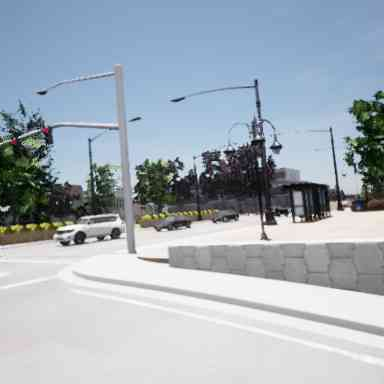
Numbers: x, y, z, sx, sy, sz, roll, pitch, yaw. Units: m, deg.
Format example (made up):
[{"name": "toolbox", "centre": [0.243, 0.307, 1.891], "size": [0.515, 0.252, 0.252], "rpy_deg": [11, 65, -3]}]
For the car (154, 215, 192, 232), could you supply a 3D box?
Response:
[{"name": "car", "centre": [-1.876, 3.150, 33.975], "size": [1.812, 1.442, 4.674], "rpy_deg": [-8, -4, 36]}]

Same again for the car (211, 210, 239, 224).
[{"name": "car", "centre": [4.219, 3.113, 42.243], "size": [1.837, 1.490, 4.892], "rpy_deg": [-8, -4, 36]}]

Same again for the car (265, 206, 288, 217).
[{"name": "car", "centre": [11.825, 2.698, 46.438], "size": [2.128, 1.511, 4.902], "rpy_deg": [-8, -4, 36]}]

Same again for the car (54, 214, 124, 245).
[{"name": "car", "centre": [-7.852, 2.863, 25.908], "size": [2.150, 2.045, 5.566], "rpy_deg": [-8, -4, 36]}]
